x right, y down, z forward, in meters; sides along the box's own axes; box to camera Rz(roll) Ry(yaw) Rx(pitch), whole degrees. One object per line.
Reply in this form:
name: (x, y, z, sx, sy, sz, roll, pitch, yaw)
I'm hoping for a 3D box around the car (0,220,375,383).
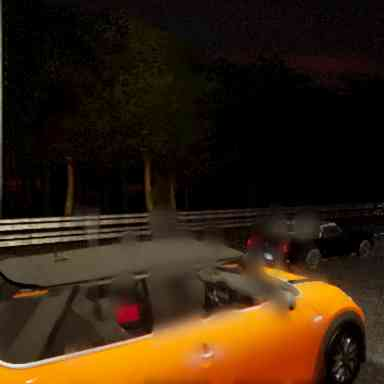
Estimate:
car: (-0.034, 1.351, 3.733, 4.553, 1.767, 2.097, 0, 0, -36)
